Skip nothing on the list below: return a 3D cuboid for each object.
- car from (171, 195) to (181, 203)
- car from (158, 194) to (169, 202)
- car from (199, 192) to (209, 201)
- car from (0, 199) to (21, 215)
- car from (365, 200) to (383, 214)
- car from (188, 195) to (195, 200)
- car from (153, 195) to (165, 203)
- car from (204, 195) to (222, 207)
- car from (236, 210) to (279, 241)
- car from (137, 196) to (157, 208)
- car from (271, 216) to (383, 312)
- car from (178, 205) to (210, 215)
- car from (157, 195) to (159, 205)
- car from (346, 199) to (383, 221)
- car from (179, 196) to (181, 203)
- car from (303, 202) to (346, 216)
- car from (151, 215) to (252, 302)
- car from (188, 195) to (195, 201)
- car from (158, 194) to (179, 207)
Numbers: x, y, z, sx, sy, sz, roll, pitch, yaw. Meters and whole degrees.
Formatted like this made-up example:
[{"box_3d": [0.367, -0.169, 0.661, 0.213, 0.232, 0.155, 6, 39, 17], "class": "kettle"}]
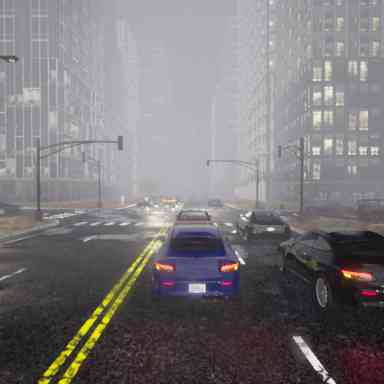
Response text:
[{"box_3d": [-3.353, 1.409, 69.106, 1.882, 1.535, 5.008, 0, 0, 0], "class": "car"}, {"box_3d": [-6.615, 1.275, 76.818, 2.097, 1.767, 4.553, 0, 0, 0], "class": "car"}, {"box_3d": [3.124, 1.132, 84.517, 2.150, 2.045, 5.566, 0, 0, 0], "class": "car"}, {"box_3d": [-18.506, 1.354, 30.974, 4.892, 1.490, 1.837, 1, 1, 2], "class": "car"}, {"box_3d": [21.757, 1.639, 36.178, 4.829, 1.417, 1.752, 1, 0, 1], "class": "car"}, {"box_3d": [-0.132, 1.494, 89.096, 1.895, 1.301, 4.718, 0, 0, 0], "class": "car"}, {"box_3d": [-6.623, 1.439, 66.893, 1.837, 1.490, 4.892, 0, 0, 0], "class": "car"}, {"box_3d": [3.287, 1.522, 49.341, 1.994, 1.385, 4.181, 0, 0, 0], "class": "car"}, {"box_3d": [3.330, 1.553, 16.140, 1.994, 1.385, 4.181, 0, 0, -1], "class": "car"}, {"box_3d": [-6.668, 1.507, 47.801, 2.033, 1.411, 5.357, 0, 0, 0], "class": "car"}, {"box_3d": [3.340, 1.521, 7.571, 1.812, 1.442, 4.674, 0, 0, 0], "class": "car"}, {"box_3d": [0.077, 1.589, 17.302, 1.895, 1.301, 4.718, 0, 0, 0], "class": "car"}, {"box_3d": [-6.666, 1.452, 57.539, 1.837, 1.490, 4.892, 0, 0, 0], "class": "car"}, {"box_3d": [16.161, 1.516, 27.883, 5.009, 1.841, 2.192, 1, 0, 1], "class": "car"}, {"box_3d": [-3.414, 1.547, 58.578, 1.895, 1.301, 4.718, 0, 0, 0], "class": "car"}, {"box_3d": [13.530, 1.683, 33.788, 4.718, 1.301, 1.895, 1, 1, 3], "class": "car"}, {"box_3d": [0.089, 1.521, 8.136, 1.812, 1.442, 4.674, 0, 0, 0], "class": "car"}, {"box_3d": [-0.117, 1.456, 78.940, 2.033, 1.411, 5.357, 0, 0, 0], "class": "car"}, {"box_3d": [-3.416, 1.436, 49.199, 1.882, 1.535, 5.008, 0, 0, 0], "class": "car"}]
